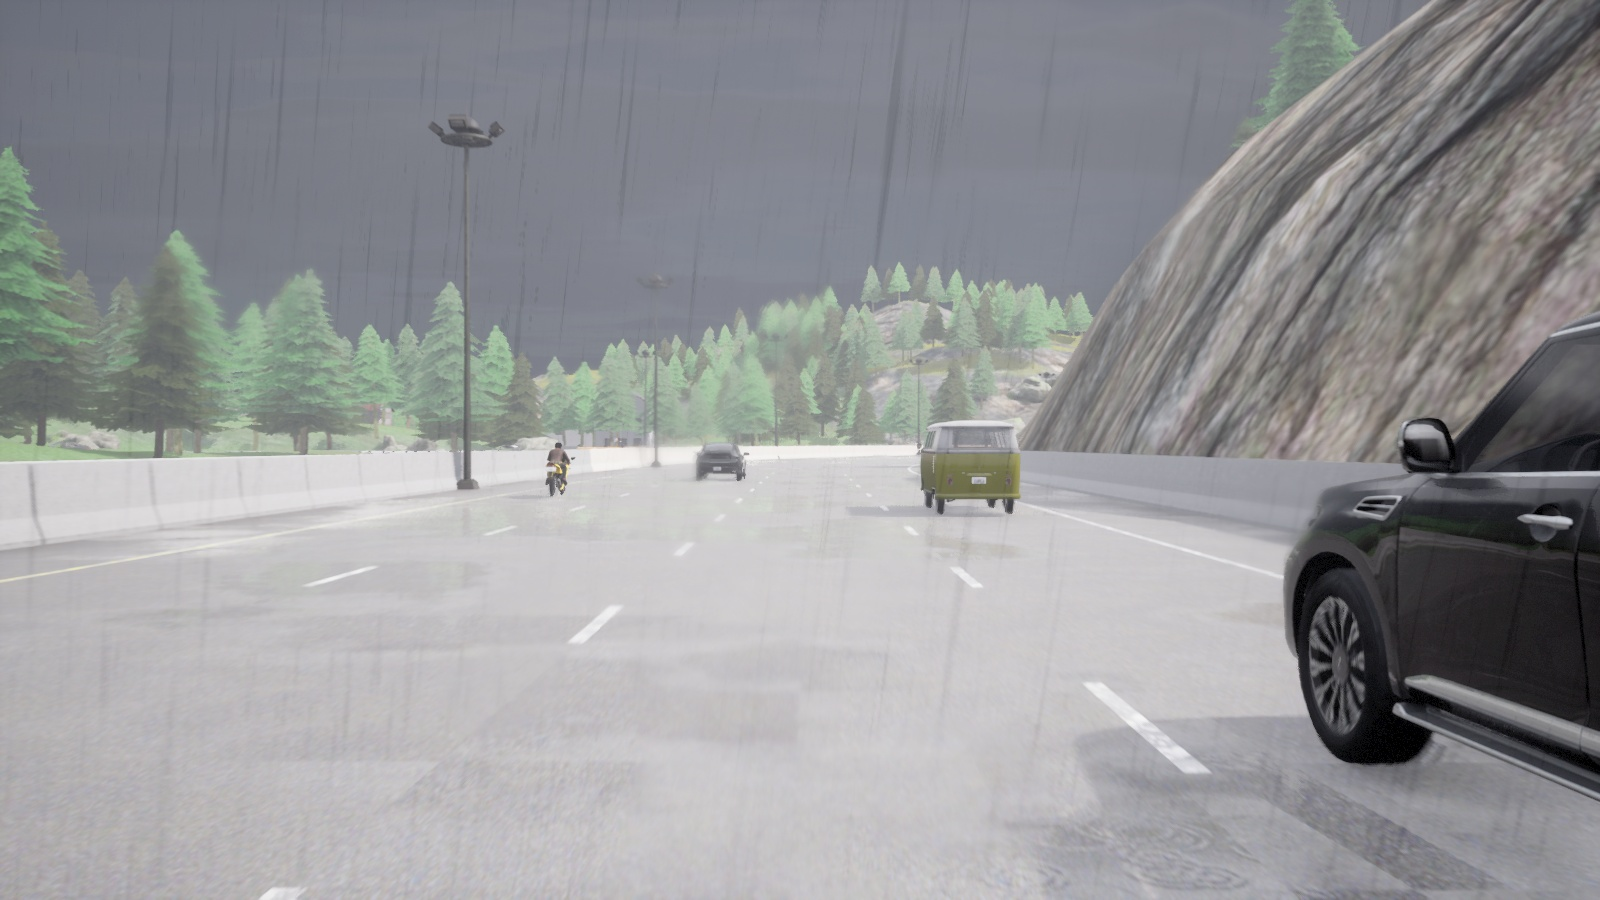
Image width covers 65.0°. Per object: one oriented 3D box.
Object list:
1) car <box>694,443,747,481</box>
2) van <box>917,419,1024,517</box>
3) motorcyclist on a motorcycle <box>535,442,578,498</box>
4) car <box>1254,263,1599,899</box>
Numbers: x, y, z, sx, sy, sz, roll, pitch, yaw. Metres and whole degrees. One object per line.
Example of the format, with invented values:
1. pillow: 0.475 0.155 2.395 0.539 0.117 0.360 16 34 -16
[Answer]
1. car: -3.193 0.461 51.335 1.837 1.490 4.892 0 0 0
2. van: 3.673 0.347 27.707 1.775 1.987 4.442 0 0 0
3. motorcyclist on a motorcycle: -6.785 0.526 35.148 0.797 1.523 2.044 0 0 0
4. car: 3.539 0.445 4.061 2.150 2.045 5.566 0 0 0
